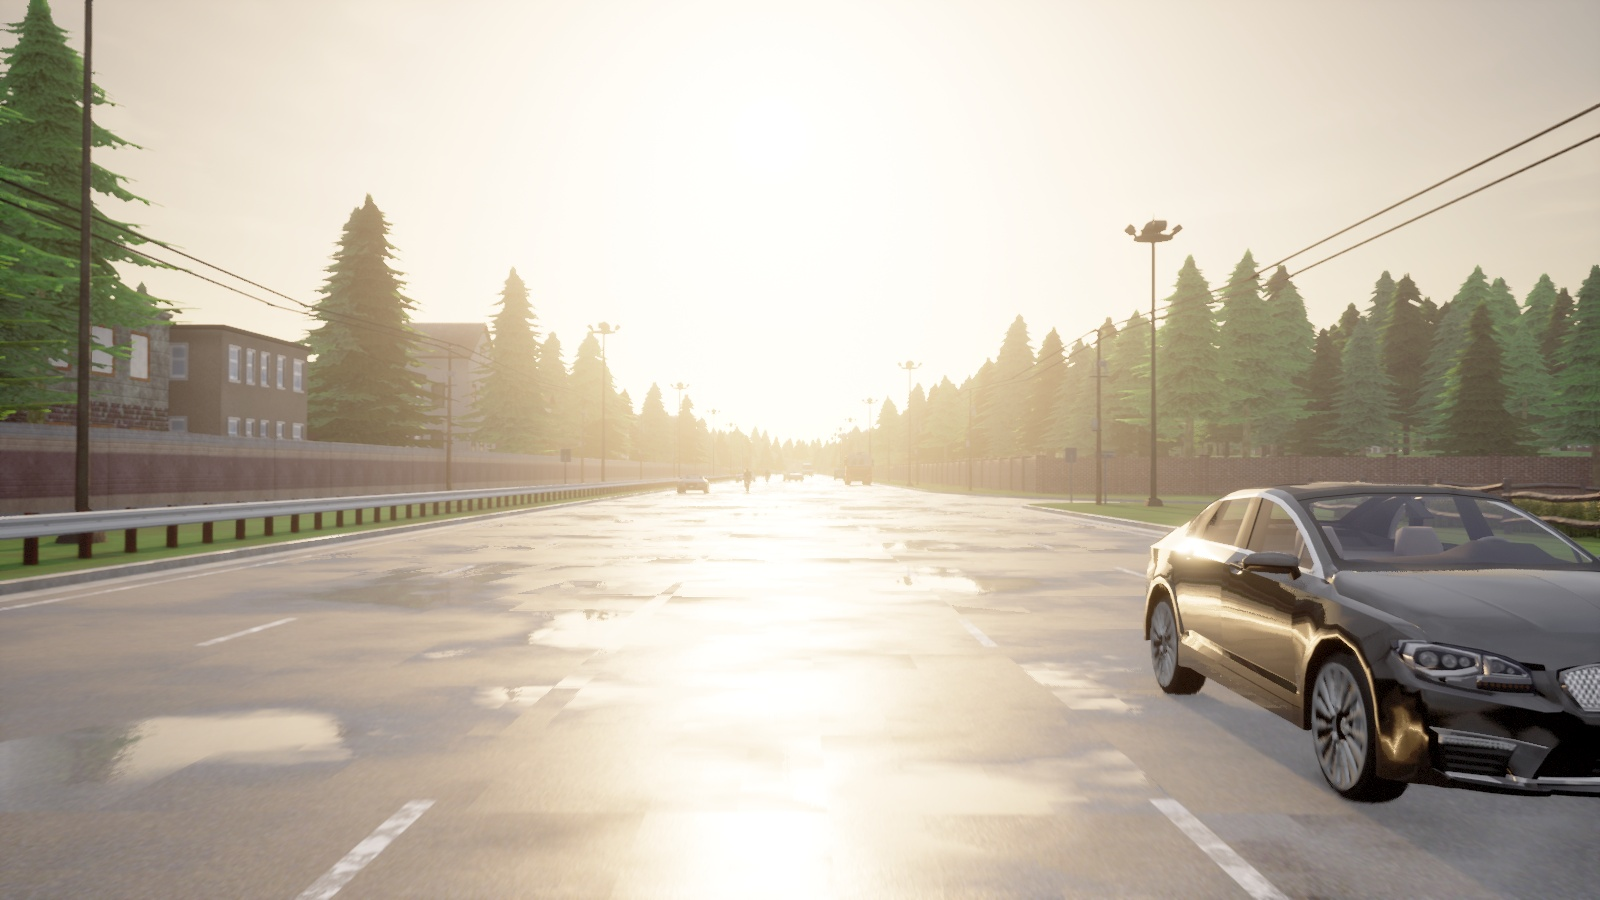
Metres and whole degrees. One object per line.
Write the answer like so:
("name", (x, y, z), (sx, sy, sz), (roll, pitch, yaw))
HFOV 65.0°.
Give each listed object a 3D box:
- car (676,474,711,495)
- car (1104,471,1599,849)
("car", (-7.205, 2.337, 85.423), (1.994, 1.385, 4.181), (0, -1, 0))
("car", (3.481, 0.882, 7.499), (2.128, 1.511, 4.902), (0, -1, 0))
